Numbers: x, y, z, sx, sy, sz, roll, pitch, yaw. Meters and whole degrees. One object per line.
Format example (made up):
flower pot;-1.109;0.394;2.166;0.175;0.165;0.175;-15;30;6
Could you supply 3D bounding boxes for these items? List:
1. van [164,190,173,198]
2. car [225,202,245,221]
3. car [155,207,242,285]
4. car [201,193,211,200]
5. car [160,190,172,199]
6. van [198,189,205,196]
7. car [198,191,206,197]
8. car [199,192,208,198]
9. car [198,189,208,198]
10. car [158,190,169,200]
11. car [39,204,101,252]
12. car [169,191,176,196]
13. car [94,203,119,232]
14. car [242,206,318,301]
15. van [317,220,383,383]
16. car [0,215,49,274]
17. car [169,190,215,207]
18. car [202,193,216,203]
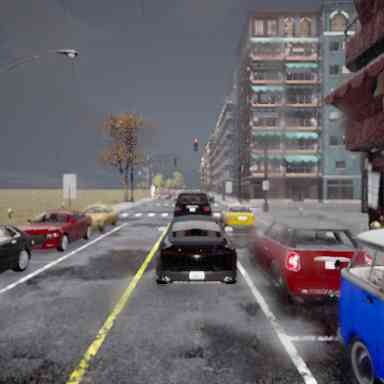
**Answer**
van;-5.297;0.428;73.797;1.690;1.788;3.998;1;1;0
car;2.576;1.284;19.305;1.752;1.417;4.829;1;1;0
car;0.100;1.391;9.102;1.837;1.490;4.892;0;1;0
car;2.579;0.802;62.968;1.802;1.307;4.206;1;1;0
car;-5.297;0.471;68.143;2.192;1.841;5.009;1;1;0
van;2.584;0.213;91.269;1.690;1.788;3.998;1;1;0
car;2.581;0.507;85.611;1.947;1.339;4.313;1;1;0
car;2.580;0.646;74.289;1.947;1.339;4.313;1;1;0
car;2.584;0.326;79.947;2.192;1.841;5.009;1;1;0
car;-5.300;0.666;62.491;1.967;1.590;4.097;1;1;0
car;-5.305;1.379;13.173;1.887;1.381;4.507;1;1;0
car;-5.299;0.460;90.761;1.802;1.307;4.206;1;1;0
car;-5.305;1.294;18.539;1.752;1.417;4.829;1;1;0
car;2.576;1.338;8.045;1.967;1.590;4.097;1;1;0
van;2.576;1.308;2.499;1.690;1.788;3.998;1;1;0
car;-5.306;1.454;7.637;2.008;1.369;4.403;1;1;0
car;0.082;0.973;19.857;2.150;2.045;5.566;0;1;1
car;2.578;0.910;51.647;2.008;1.369;4.403;1;1;0
